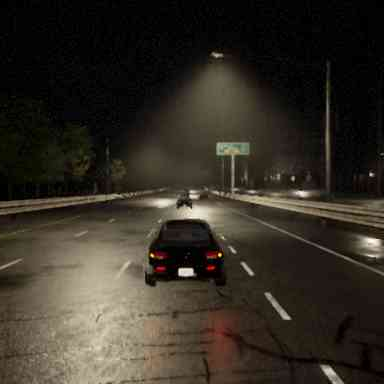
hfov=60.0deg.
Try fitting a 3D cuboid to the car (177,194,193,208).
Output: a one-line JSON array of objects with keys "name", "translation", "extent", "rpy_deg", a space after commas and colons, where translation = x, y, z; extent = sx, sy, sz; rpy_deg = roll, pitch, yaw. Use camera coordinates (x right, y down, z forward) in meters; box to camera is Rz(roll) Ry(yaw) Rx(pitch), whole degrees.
[{"name": "car", "translation": [-0.907, 1.243, 41.104], "extent": [1.895, 1.301, 4.718], "rpy_deg": [0, 1, -1]}]

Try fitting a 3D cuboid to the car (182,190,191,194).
[{"name": "car", "translation": [-1.365, 0.867, 67.057], "extent": [1.837, 1.490, 4.892], "rpy_deg": [0, 1, -1]}]

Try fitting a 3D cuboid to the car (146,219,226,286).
[{"name": "car", "translation": [-0.174, 1.451, 9.095], "extent": [1.812, 1.442, 4.674], "rpy_deg": [0, 0, -1]}]

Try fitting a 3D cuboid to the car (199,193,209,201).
[{"name": "car", "translation": [2.263, 0.883, 65.299], "extent": [1.837, 1.490, 4.892], "rpy_deg": [0, 0, -1]}]
